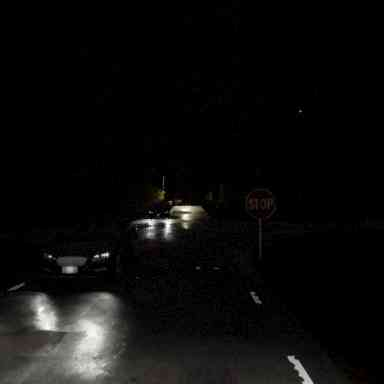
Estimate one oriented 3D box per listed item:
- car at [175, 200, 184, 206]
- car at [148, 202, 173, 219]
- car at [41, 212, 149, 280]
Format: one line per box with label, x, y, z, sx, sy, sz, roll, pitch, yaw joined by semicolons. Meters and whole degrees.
car;-2.932;2.489;78.220;1.994;1.385;4.181;0;-2;0
car;-2.823;1.663;30.209;1.837;1.490;4.892;0;0;0
car;-2.778;1.509;10.024;2.128;1.511;4.902;0;0;0
